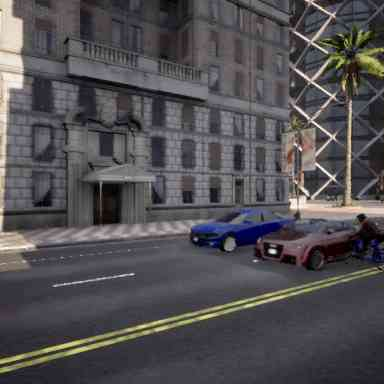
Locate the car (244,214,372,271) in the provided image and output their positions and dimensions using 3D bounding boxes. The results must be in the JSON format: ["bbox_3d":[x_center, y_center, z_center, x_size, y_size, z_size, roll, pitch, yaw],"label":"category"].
[{"bbox_3d":[4.027,1.563,10.924,4.181,1.385,1.994,0,0,-34],"label":"car"}]

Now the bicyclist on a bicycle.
[{"bbox_3d":[5.082,1.455,9.605,0.582,1.620,1.656,0,-2,-34],"label":"bicyclist on a bicycle"}]

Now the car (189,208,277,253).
[{"bbox_3d":[2.212,1.478,13.923,5.008,1.535,1.882,-1,0,-34],"label":"car"}]
